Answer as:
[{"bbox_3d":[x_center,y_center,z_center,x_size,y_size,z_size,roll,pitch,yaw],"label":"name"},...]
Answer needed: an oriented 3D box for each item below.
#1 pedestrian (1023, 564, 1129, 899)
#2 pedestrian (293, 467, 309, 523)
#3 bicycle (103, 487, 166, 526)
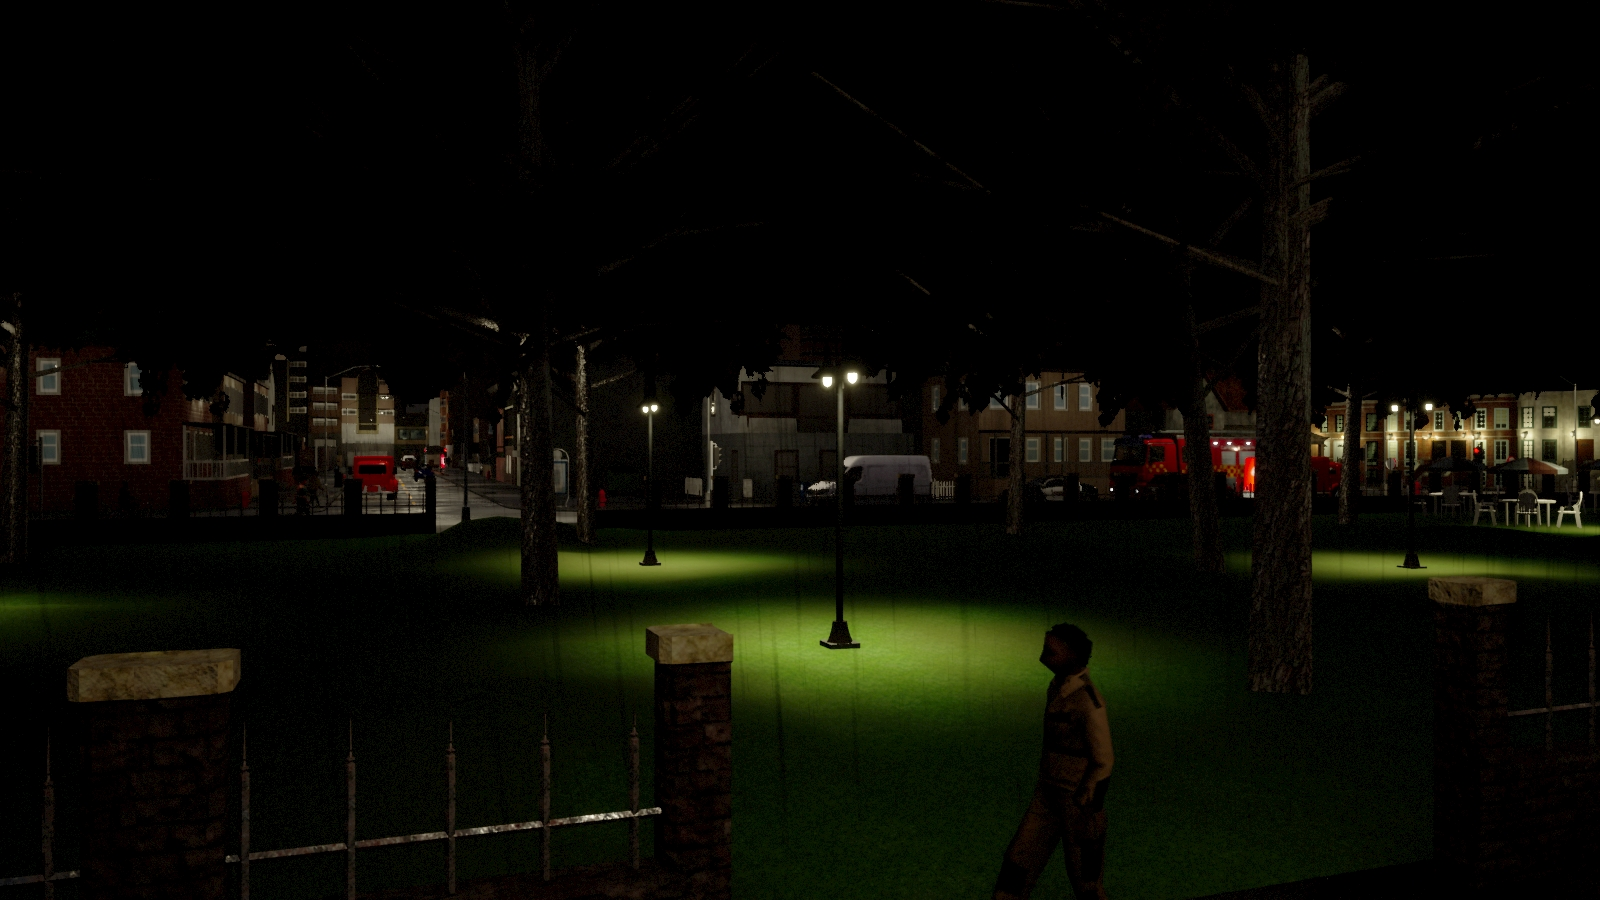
[{"bbox_3d":[1.378,1.525,5.724,0.375,1.860,0.375,0,0,-17],"label":"pedestrian"},{"bbox_3d":[-16.931,1.525,38.769,0.375,1.860,0.375,0,0,-6],"label":"pedestrian"},{"bbox_3d":[-22.939,1.940,39.400,1.835,1.271,0.329,0,0,-20],"label":"bicycle"}]
